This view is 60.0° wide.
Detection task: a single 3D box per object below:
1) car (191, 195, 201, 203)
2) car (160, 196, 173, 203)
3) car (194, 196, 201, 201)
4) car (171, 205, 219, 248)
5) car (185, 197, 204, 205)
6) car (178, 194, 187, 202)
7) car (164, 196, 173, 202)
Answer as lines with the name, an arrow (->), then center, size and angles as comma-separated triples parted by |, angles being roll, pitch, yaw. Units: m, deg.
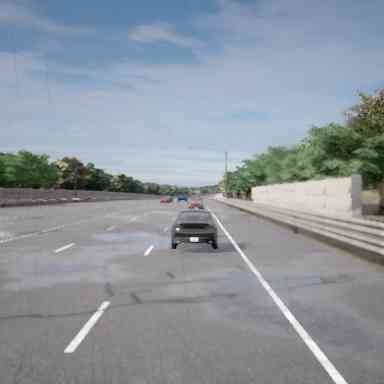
car -> 0.962, 1.634, 74.803 | 2.097, 1.767, 4.553 | 0, 0, 1
car -> -6.038, 1.826, 74.932 | 1.994, 1.385, 4.181 | 0, 0, 1
car -> 1.576, 1.948, 95.091 | 2.033, 1.411, 5.357 | 0, -1, 3
car -> 0.115, 1.521, 14.809 | 1.837, 1.490, 4.892 | 0, 0, 1
car -> 0.446, 1.628, 38.519 | 1.812, 1.442, 4.674 | 0, 0, 1
car -> -2.371, 1.496, 83.630 | 2.150, 2.045, 5.566 | 0, 0, 2
car -> -5.871, 1.745, 83.684 | 1.882, 1.535, 5.008 | 0, 0, 2
